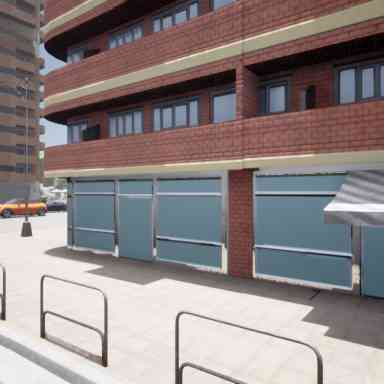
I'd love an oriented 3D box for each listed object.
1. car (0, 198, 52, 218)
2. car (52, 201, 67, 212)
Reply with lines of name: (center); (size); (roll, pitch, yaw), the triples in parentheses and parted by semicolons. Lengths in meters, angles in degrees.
car: (-15.505, 1.352, 29.755); (2.097, 1.767, 4.553); (0, 0, 36)
car: (-15.325, 1.600, 35.933); (1.895, 1.301, 4.718); (0, 0, 36)
